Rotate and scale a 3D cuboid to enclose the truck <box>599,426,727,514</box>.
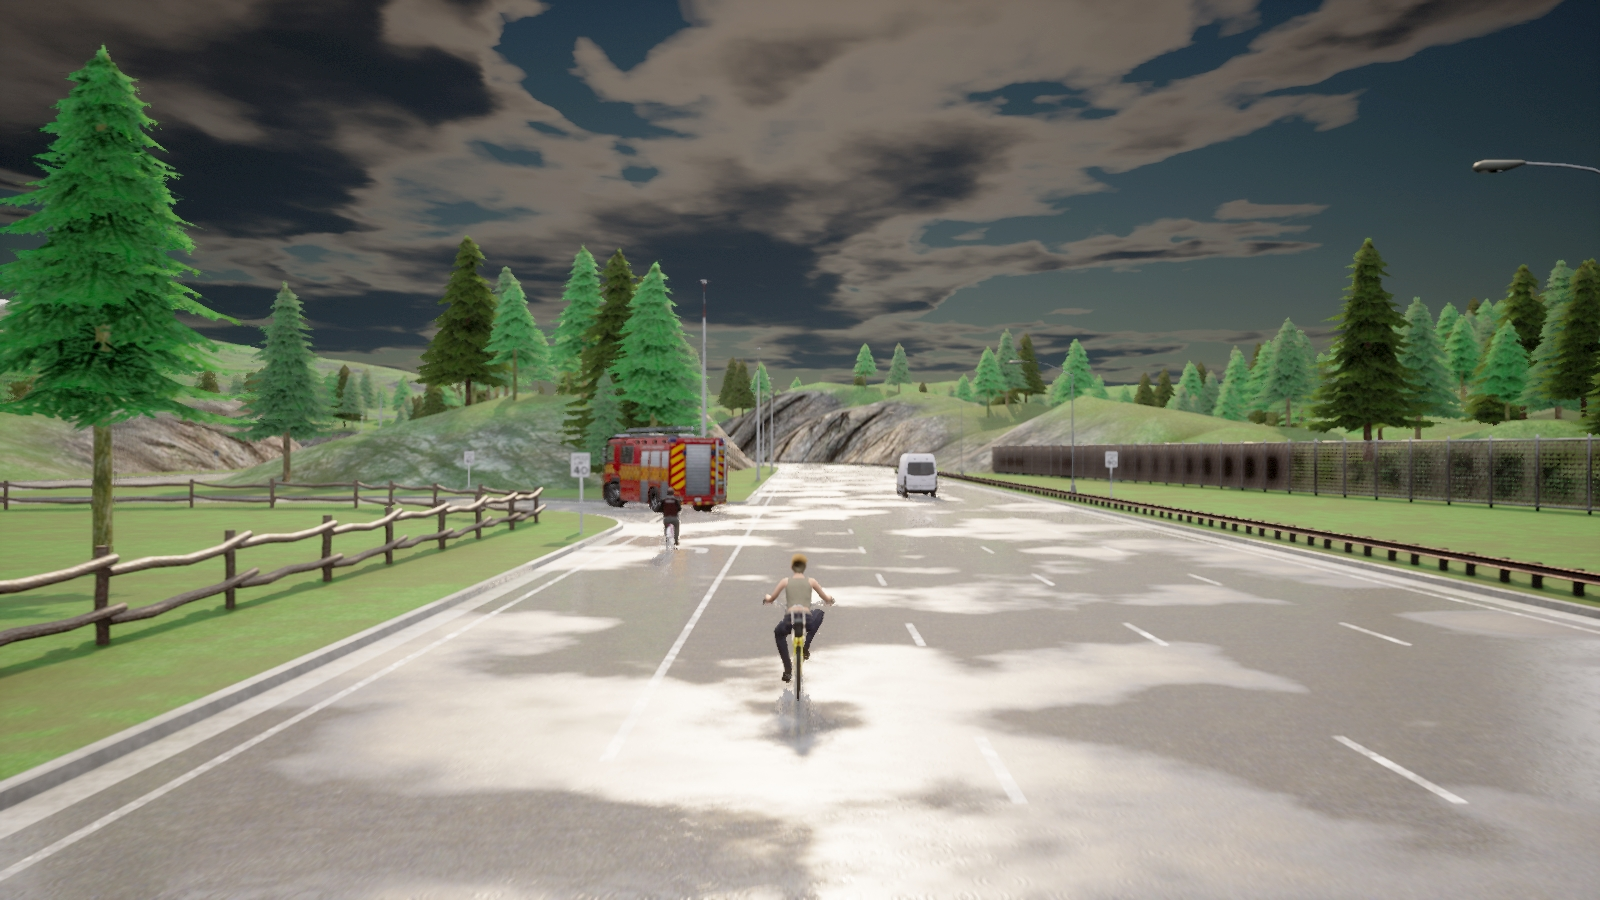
[{"bbox_3d":[-6.661,0.883,54.198,2.891,3.827,8.468,1,0,-30],"label":"truck"}]

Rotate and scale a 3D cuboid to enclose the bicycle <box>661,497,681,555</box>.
[{"bbox_3d":[-3.511,2.056,31.233,0.329,1.471,1.835,0,0,0],"label":"bicycle"}]

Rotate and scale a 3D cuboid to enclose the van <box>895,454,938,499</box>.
[{"bbox_3d":[6.992,1.525,69.020,1.988,2.561,5.915,0,0,0],"label":"van"}]

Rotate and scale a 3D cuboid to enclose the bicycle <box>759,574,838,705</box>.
[{"bbox_3d":[-0.014,2.156,13.279,0.859,1.276,1.487,0,0,0],"label":"bicycle"}]
